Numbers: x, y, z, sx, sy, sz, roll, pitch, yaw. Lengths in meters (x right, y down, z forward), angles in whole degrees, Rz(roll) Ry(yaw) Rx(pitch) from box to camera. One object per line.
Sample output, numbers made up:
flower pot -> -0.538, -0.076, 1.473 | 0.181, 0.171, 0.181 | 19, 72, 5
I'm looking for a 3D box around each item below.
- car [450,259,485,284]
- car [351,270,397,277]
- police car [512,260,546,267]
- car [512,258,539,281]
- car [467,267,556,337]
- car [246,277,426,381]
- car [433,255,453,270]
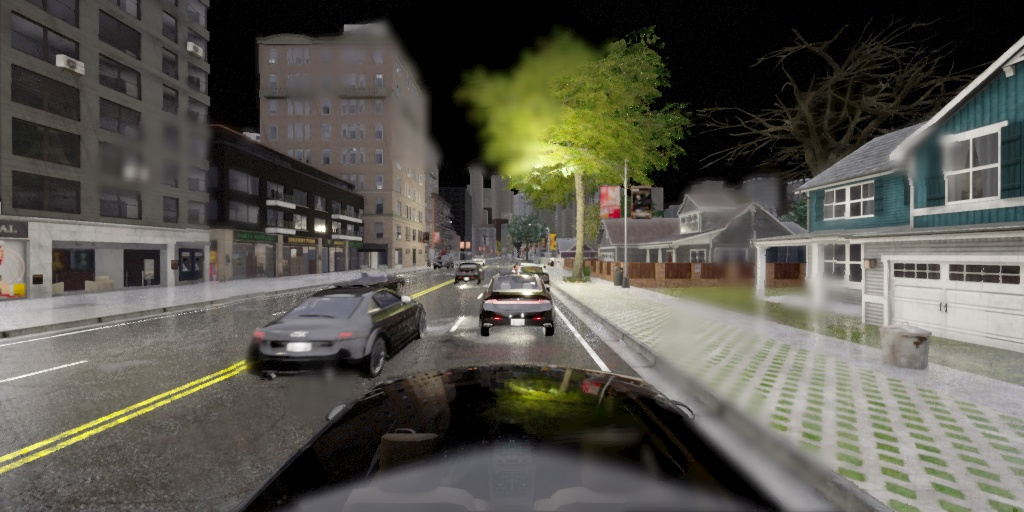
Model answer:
car -> -3.057, 1.241, 26.569 | 1.837, 1.490, 4.892 | 0, 1, 0
car -> -6.544, 1.344, 16.637 | 1.895, 1.301, 4.718 | 0, 0, 0
police car -> 1.045, 1.165, 20.564 | 1.930, 1.638, 5.238 | 0, 0, 0
car -> 1.082, 1.081, 30.424 | 2.097, 1.767, 4.553 | 0, 0, 0
car -> 0.131, 1.239, 10.315 | 2.128, 1.511, 4.902 | 0, 0, 0
car -> -3.131, 1.313, 7.295 | 1.994, 1.385, 4.181 | 0, 0, 0
car -> -9.663, 0.933, 50.954 | 2.150, 2.045, 5.566 | 0, 0, 0
